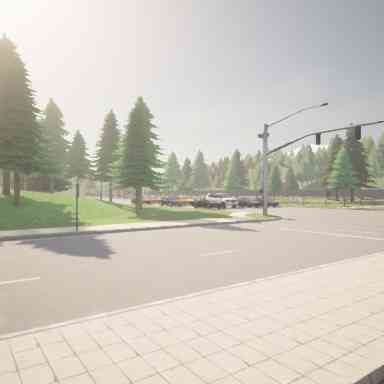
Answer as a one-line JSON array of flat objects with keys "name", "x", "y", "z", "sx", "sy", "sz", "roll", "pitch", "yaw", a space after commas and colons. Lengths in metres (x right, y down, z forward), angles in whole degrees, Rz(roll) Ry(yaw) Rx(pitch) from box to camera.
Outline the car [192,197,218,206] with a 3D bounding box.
[{"name": "car", "x": 2.170, "y": 1.601, "z": 56.162, "sx": 1.895, "sy": 1.301, "sz": 4.718, "roll": 0, "pitch": 0, "yaw": -35}]

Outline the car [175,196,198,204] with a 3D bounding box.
[{"name": "car", "x": -1.143, "y": 1.547, "z": 67.058, "sx": 2.033, "sy": 1.411, "sz": 5.357, "roll": 0, "pitch": 0, "yaw": -34}]

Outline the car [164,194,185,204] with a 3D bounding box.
[{"name": "car", "x": -3.402, "y": 1.352, "z": 64.142, "sx": 2.097, "sy": 1.767, "sz": 4.553, "roll": 0, "pitch": 0, "yaw": -35}]

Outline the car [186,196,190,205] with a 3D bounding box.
[{"name": "car", "x": -1.489, "y": 1.478, "z": 55.273, "sx": 1.882, "sy": 1.535, "sz": 5.008, "roll": 0, "pitch": 0, "yaw": -35}]

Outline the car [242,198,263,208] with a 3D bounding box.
[{"name": "car", "x": 7.682, "y": 1.547, "z": 48.315, "sx": 2.033, "sy": 1.411, "sz": 5.357, "roll": 0, "pitch": 0, "yaw": -35}]

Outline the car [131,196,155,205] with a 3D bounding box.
[{"name": "car", "x": -9.288, "y": 1.547, "z": 60.312, "sx": 2.033, "sy": 1.411, "sz": 5.357, "roll": 0, "pitch": 0, "yaw": -36}]

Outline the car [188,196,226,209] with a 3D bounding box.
[{"name": "car", "x": 1.937, "y": 1.601, "z": 44.308, "sx": 1.895, "sy": 1.301, "sz": 4.718, "roll": 0, "pitch": 0, "yaw": -35}]

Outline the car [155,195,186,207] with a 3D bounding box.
[{"name": "car", "x": -3.420, "y": 1.505, "z": 51.930, "sx": 1.837, "sy": 1.490, "sz": 4.892, "roll": 0, "pitch": 0, "yaw": -35}]

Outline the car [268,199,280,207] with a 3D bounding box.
[{"name": "car", "x": 10.608, "y": 1.547, "z": 50.244, "sx": 2.033, "sy": 1.411, "sz": 5.357, "roll": 0, "pitch": 0, "yaw": -35}]

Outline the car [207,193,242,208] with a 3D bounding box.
[{"name": "car", "x": 4.124, "y": 1.221, "z": 47.298, "sx": 2.150, "sy": 2.045, "sz": 5.566, "roll": 0, "pitch": 0, "yaw": -34}]

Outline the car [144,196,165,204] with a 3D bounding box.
[{"name": "car", "x": -7.154, "y": 1.478, "z": 63.387, "sx": 1.882, "sy": 1.535, "sz": 5.008, "roll": 0, "pitch": 0, "yaw": -35}]
